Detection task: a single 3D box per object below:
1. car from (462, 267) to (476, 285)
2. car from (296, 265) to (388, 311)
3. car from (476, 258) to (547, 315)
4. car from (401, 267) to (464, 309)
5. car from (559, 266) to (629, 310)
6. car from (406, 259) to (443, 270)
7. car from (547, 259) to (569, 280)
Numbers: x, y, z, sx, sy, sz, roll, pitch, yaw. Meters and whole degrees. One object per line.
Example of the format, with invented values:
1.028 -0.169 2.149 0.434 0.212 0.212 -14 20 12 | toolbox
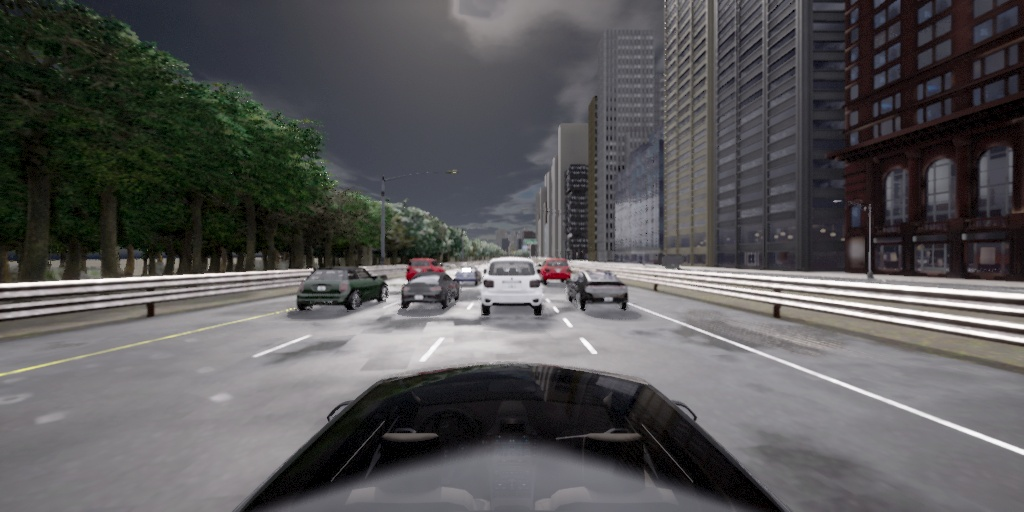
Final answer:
-3.530 1.576 29.421 2.033 1.411 5.357 0 -1 0 | car
-6.990 1.232 15.306 2.097 1.767 4.553 0 -1 0 | car
0.001 1.097 14.472 2.150 2.045 5.566 0 0 0 | car
-3.487 1.411 15.793 1.812 1.442 4.674 0 0 0 | car
3.509 1.375 15.413 2.128 1.511 4.902 0 0 0 | car
-7.030 1.253 29.461 2.150 2.045 5.566 0 0 0 | car
3.469 1.254 29.518 2.150 2.045 5.566 0 0 0 | car
